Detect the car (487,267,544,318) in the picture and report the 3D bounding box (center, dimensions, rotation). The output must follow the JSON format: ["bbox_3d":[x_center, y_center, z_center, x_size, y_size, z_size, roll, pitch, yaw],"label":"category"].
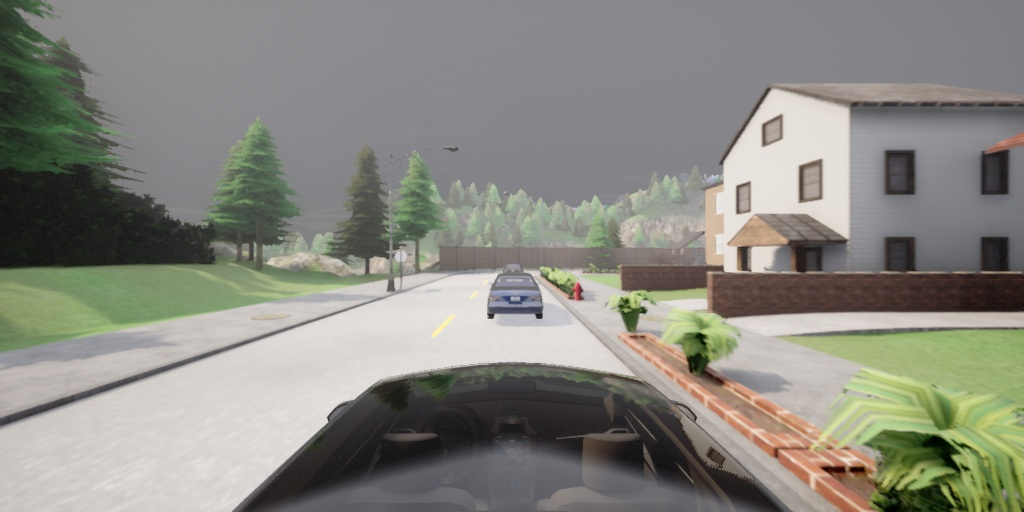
[{"bbox_3d":[0.096,1.301,13.016,2.033,1.411,5.357,0,0,0],"label":"car"}]

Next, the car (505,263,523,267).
[{"bbox_3d":[0.169,1.307,32.082,2.033,1.411,5.357,0,0,2],"label":"car"}]
